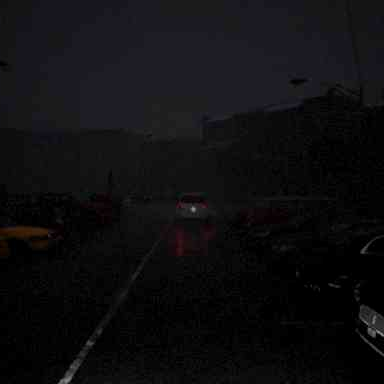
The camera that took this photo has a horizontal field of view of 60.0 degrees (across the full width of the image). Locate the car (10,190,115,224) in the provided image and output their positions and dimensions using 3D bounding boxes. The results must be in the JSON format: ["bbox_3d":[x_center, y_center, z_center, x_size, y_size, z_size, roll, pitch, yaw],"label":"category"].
[{"bbox_3d":[-7.659,1.091,20.624,5.566,2.045,2.435,0,1,0],"label":"car"}]

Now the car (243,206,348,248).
[{"bbox_3d":[4.652,1.443,12.500,4.892,1.521,2.231,0,0,0],"label":"car"}]

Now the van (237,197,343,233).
[{"bbox_3d":[4.528,1.202,15.293,4.442,1.987,1.878,0,1,0],"label":"van"}]

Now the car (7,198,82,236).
[{"bbox_3d":[-7.655,1.305,14.853,4.553,1.767,2.185,0,0,0],"label":"car"}]

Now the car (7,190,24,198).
[{"bbox_3d":[-22.975,0.501,45.240,5.008,1.535,1.882,-2,3,14],"label":"car"}]

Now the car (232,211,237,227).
[{"bbox_3d":[4.637,1.394,18.103,4.892,1.521,2.231,0,1,0],"label":"car"}]

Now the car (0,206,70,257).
[{"bbox_3d":[-7.499,1.441,11.912,5.366,1.575,1.946,0,0,0],"label":"car"}]

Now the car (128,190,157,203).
[{"bbox_3d":[-6.020,0.475,40.266,1.994,1.385,4.181,-3,5,-40],"label":"car"}]

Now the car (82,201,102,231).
[{"bbox_3d":[-7.692,1.399,17.684,5.008,1.535,2.097,0,1,0],"label":"car"}]

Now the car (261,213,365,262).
[{"bbox_3d":[4.649,1.491,9.710,4.674,1.452,2.002,0,0,0],"label":"car"}]

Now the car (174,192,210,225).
[{"bbox_3d":[-0.005,1.026,22.823,2.150,2.045,5.566,0,2,-2],"label":"car"}]

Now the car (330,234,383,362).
[{"bbox_3d":[4.655,1.469,4.122,4.892,1.521,2.231,0,0,0],"label":"car"}]

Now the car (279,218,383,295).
[{"bbox_3d":[4.641,1.460,7.040,4.892,1.521,2.231,0,0,0],"label":"car"}]

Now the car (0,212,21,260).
[{"bbox_3d":[-7.868,1.449,8.972,5.366,1.575,1.946,0,0,0],"label":"car"}]
